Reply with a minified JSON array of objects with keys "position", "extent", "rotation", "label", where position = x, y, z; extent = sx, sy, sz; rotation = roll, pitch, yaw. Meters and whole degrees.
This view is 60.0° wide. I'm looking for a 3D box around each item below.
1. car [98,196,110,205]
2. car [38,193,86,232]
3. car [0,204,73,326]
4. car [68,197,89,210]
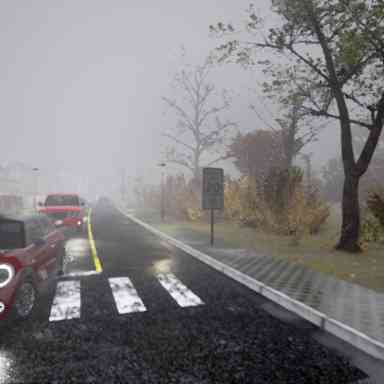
[{"position":[-14.874,1.361,56.307],"extent":[1.882,1.535,5.008],"rotation":[1,0,-13],"label":"car"},{"position":[-7.386,1.096,19.071],"extent":[2.150,2.045,5.566],"rotation":[1,1,-18],"label":"car"},{"position":[-4.063,1.285,6.904],"extent":[2.097,1.767,4.553],"rotation":[1,0,-10],"label":"car"},{"position":[-13.963,1.403,41.134],"extent":[2.033,1.411,5.357],"rotation":[1,0,-15],"label":"car"}]
